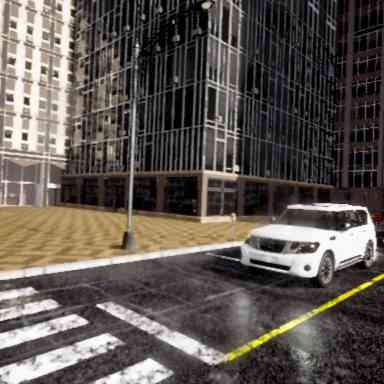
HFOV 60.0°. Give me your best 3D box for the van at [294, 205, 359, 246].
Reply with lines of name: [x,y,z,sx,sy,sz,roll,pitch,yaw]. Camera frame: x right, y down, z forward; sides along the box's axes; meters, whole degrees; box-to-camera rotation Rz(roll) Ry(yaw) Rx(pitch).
van: [7.146,1.650,17.461,1.690,1.788,3.998,3,0,44]

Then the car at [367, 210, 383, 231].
car: [15.182,2.172,25.501,1.887,1.381,4.507,3,0,44]

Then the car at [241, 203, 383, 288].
car: [3.835,1.388,10.223,2.150,2.045,5.566,2,0,44]
